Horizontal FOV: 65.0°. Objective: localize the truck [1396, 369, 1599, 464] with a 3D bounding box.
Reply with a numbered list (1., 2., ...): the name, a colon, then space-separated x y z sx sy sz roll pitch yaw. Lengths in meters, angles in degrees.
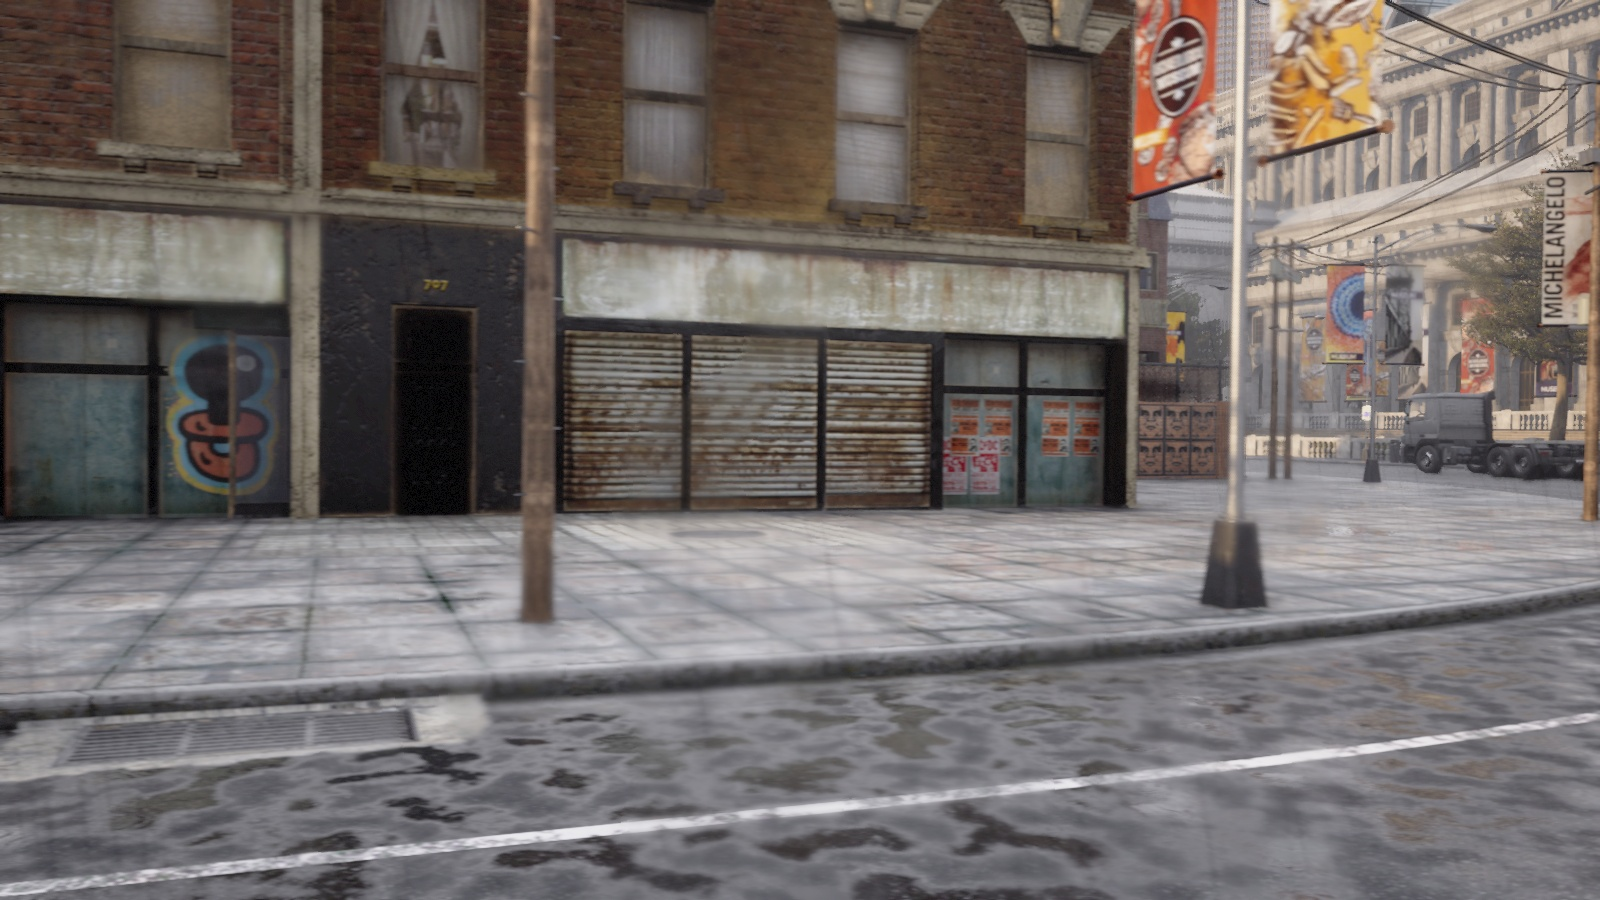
1. truck: 27.843 -1.299 50.225 2.891 3.462 7.936 -1 1 -13
